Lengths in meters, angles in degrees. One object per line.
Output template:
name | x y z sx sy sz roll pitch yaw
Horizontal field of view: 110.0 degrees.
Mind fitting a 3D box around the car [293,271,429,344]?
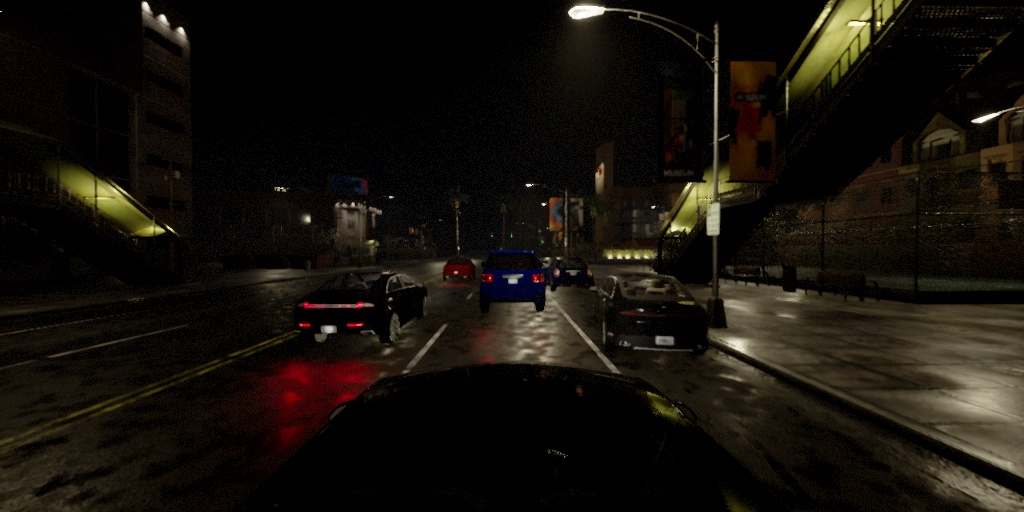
car | -3.459 1.126 9.151 2.128 1.511 4.902 0 1 0

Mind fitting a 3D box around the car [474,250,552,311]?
car | 0.003 0.792 13.465 2.150 2.045 5.566 0 1 -1

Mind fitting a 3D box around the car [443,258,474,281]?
car | -3.629 0.863 25.403 1.882 1.535 5.008 0 1 -1
